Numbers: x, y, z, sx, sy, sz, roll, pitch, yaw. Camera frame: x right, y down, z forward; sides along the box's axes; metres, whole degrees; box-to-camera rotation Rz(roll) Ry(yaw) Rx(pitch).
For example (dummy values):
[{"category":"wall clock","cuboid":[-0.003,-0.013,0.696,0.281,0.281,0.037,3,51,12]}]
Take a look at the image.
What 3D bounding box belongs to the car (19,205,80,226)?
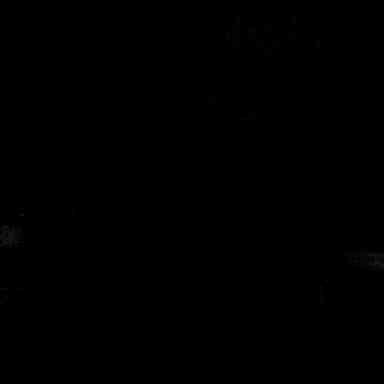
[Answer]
[{"category":"car","cuboid":[-11.925,1.887,27.951,4.553,1.767,2.097,-1,-1,-4]}]
